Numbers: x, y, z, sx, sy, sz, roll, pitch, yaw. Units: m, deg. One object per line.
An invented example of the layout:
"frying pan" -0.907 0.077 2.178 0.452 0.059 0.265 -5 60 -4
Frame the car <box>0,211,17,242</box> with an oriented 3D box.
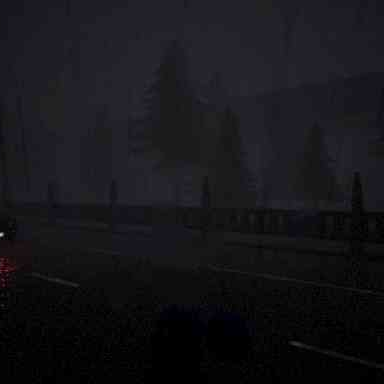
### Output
"car" -9.978 1.528 15.402 4.892 1.490 1.837 0 0 36
